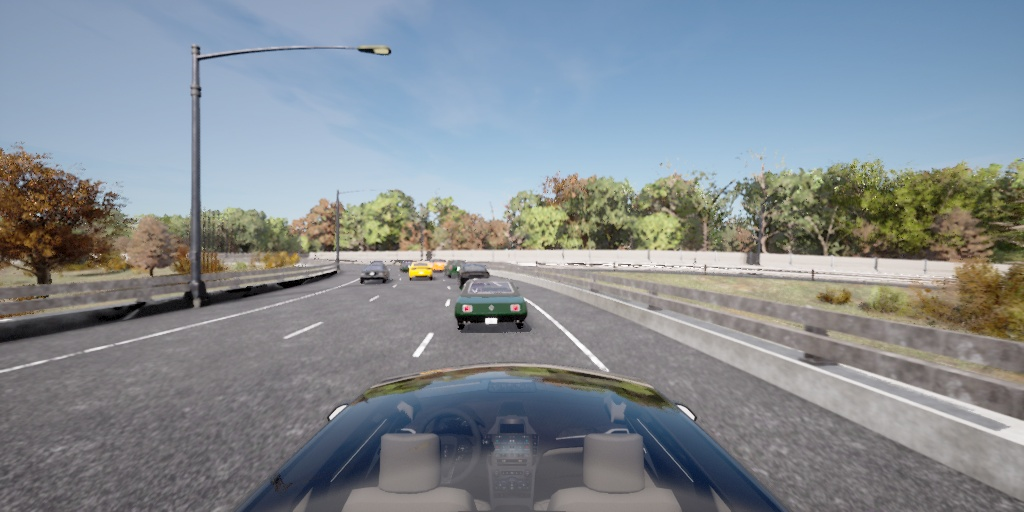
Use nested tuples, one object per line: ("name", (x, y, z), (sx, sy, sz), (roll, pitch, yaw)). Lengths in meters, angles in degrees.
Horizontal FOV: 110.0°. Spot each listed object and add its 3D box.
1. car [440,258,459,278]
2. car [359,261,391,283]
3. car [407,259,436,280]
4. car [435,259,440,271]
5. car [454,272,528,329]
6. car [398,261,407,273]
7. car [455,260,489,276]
("car", (-5.369, 1.115, 34.572), (2.097, 1.767, 4.553), (0, 0, -17))
("car", (-10.612, 1.316, 27.936), (2.033, 1.411, 5.357), (0, 0, -15))
("car", (-8.063, 1.244, 31.562), (1.882, 1.535, 5.008), (0, -1, -16))
("car", (-9.790, 1.122, 46.255), (2.097, 1.767, 4.553), (0, 0, -24))
("car", (-0.704, 1.353, 11.269), (1.895, 1.301, 4.718), (0, 0, -5))
("car", (-13.006, 1.339, 44.936), (1.994, 1.385, 4.181), (0, 0, -24))
("car", (-2.543, 1.235, 23.435), (1.882, 1.535, 5.008), (0, 0, -11))
